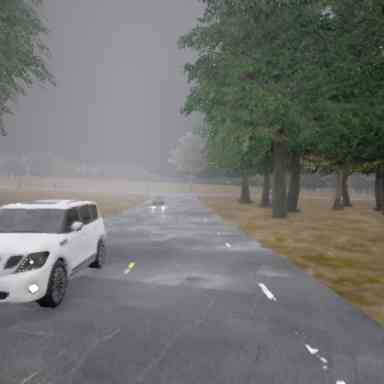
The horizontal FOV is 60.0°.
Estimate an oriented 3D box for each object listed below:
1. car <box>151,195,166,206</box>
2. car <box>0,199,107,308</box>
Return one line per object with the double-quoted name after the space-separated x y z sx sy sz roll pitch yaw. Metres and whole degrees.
-4.860 1.264 49.004 1.837 1.490 4.892 0 1 -1 "car"
-3.697 1.233 8.270 2.150 2.045 5.566 0 0 -1 "car"
